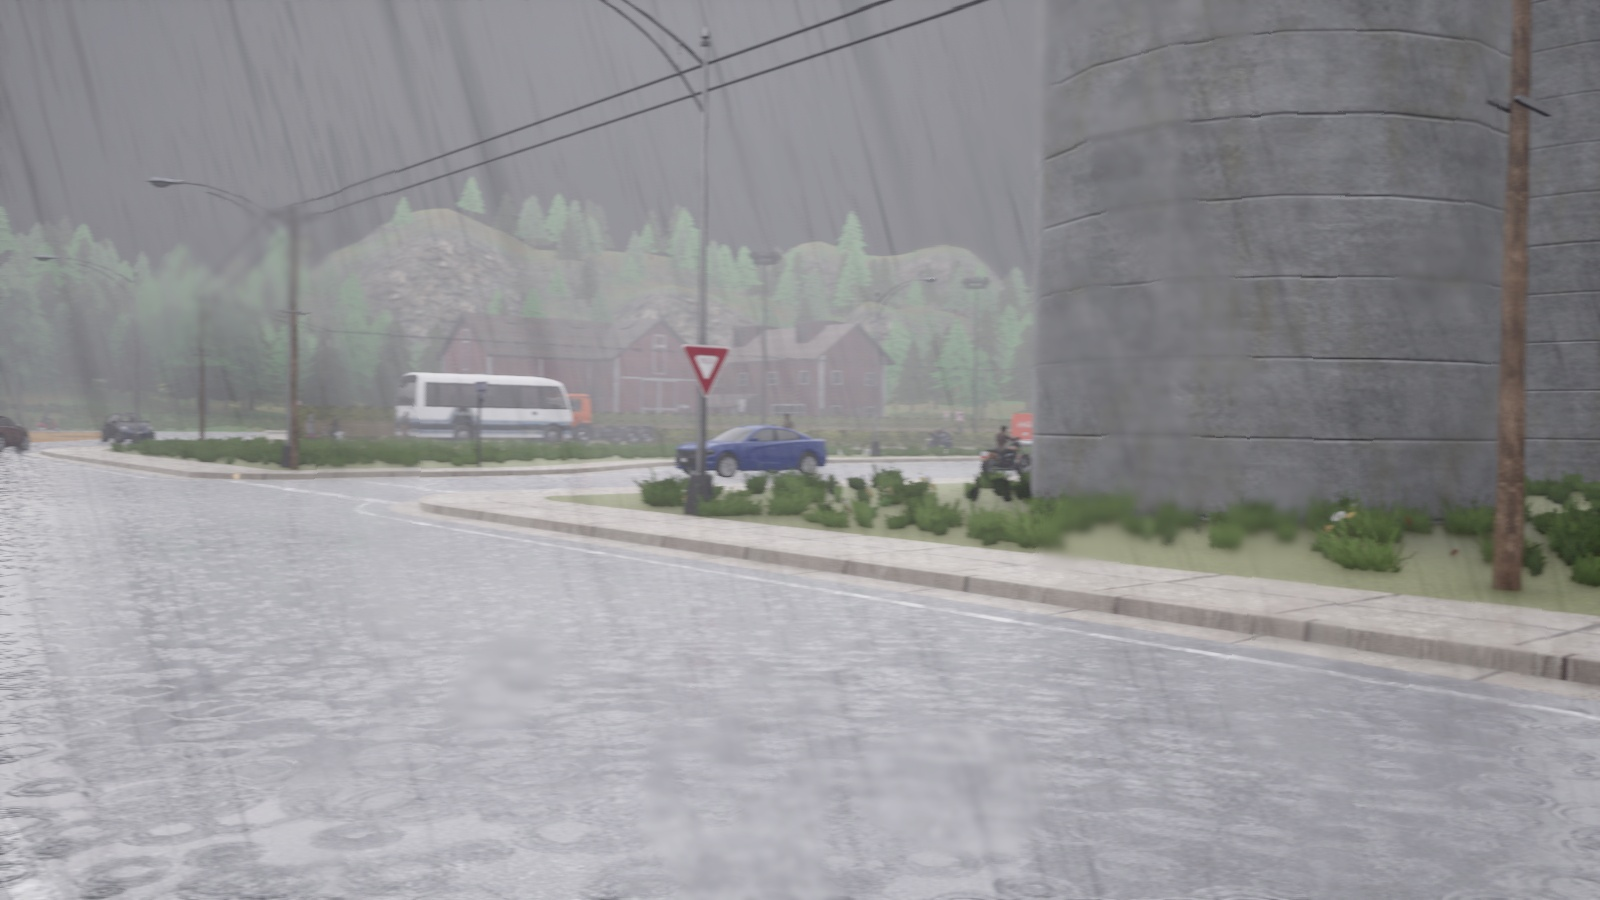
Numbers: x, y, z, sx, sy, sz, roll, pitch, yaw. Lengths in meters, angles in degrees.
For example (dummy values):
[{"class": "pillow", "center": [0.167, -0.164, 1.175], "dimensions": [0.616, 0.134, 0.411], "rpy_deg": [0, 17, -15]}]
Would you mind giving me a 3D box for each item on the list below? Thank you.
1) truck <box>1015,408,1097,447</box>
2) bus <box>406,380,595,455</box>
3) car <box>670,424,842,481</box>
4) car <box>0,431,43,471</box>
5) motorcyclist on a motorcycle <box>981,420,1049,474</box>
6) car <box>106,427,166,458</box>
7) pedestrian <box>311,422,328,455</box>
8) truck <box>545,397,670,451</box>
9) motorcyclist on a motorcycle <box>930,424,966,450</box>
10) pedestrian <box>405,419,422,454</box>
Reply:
[{"class": "truck", "center": [16.800, -1.506, 82.346], "dimensions": [5.204, 2.467, 2.627], "rpy_deg": [-1, 1, -40]}, {"class": "bus", "center": [-17.942, -1.948, 75.661], "dimensions": [10.273, 4.253, 3.944], "rpy_deg": [-1, 1, -37]}, {"class": "car", "center": [-1.241, 0.032, 37.283], "dimensions": [5.008, 1.535, 1.882], "rpy_deg": [-2, 2, -41]}, {"class": "car", "center": [-33.006, 0.001, 51.672], "dimensions": [1.882, 1.535, 5.008], "rpy_deg": [-1, 1, -15]}, {"class": "motorcyclist on a motorcycle", "center": [6.785, -0.113, 39.576], "dimensions": [2.350, 1.649, 0.766], "rpy_deg": [-1, 1, -41]}, {"class": "car", "center": [-36.307, -0.455, 68.642], "dimensions": [1.851, 1.617, 3.988], "rpy_deg": [-2, 2, -44]}, {"class": "pedestrian", "center": [-28.671, -0.700, 74.958], "dimensions": [0.873, 1.952, 0.659], "rpy_deg": [-1, 1, -23]}, {"class": "truck", "center": [-12.869, -1.777, 84.542], "dimensions": [7.936, 3.462, 2.891], "rpy_deg": [-1, 1, -40]}, {"class": "motorcyclist on a motorcycle", "center": [8.911, -0.776, 75.652], "dimensions": [2.191, 1.530, 0.866], "rpy_deg": [-1, 1, -40]}, {"class": "pedestrian", "center": [-20.427, -0.706, 66.358], "dimensions": [0.694, 1.848, 0.540], "rpy_deg": [-2, 2, -41]}]
